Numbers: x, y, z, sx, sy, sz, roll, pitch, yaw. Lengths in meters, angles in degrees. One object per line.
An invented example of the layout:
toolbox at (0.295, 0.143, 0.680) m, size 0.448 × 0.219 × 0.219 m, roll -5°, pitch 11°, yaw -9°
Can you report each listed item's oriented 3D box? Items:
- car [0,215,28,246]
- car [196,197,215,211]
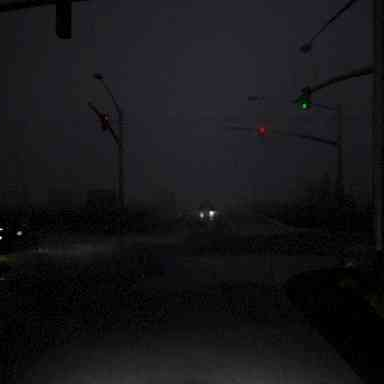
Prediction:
car at (-9.742, 1.308, 13.541) m, size 5.566 × 2.045 × 2.150 m, roll 0°, pitch 0°, yaw 1°
car at (1.851, 1.733, 42.175) m, size 1.994 × 1.385 × 4.181 m, roll 0°, pitch 0°, yaw 3°
